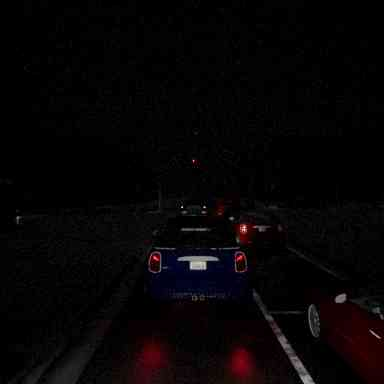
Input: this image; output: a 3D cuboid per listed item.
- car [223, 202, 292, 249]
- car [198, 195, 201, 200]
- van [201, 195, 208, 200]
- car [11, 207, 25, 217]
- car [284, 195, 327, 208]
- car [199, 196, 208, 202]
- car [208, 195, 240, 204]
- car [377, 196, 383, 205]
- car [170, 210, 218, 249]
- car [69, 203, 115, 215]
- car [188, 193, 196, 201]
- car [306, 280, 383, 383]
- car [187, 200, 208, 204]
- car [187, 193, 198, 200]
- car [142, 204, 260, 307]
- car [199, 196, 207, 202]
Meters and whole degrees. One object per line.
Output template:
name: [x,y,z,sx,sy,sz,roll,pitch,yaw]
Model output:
car: [2.634,1.441,14.406,1.967,1.590,4.097,-1,0,0]
car: [2.652,1.366,56.978,2.192,1.841,5.009,-1,0,0]
van: [2.650,1.382,51.572,1.690,1.788,3.998,-1,0,0]
car: [-21.121,2.115,36.962,4.674,1.442,1.812,-2,1,0]
car: [13.589,1.132,39.904,4.892,1.490,1.837,-1,1,0]
car: [2.665,1.654,78.603,2.008,1.369,4.403,-1,0,0]
car: [2.638,1.323,25.210,2.192,1.841,5.009,-1,0,0]
car: [24.791,0.711,39.902,4.553,1.767,2.097,-1,1,0]
car: [0.102,1.602,15.491,1.895,1.301,4.718,0,0,0]
car: [-10.996,1.895,36.949,4.718,1.301,1.895,-2,1,0]
car: [0.043,1.357,88.031,2.150,2.045,5.566,0,0,0]
car: [2.631,1.581,3.601,1.802,1.307,4.206,-1,0,0]
car: [0.114,1.572,25.503,1.994,1.385,4.181,0,0,-1]
car: [0.105,1.409,59.767,2.097,1.767,4.553,0,0,0]
car: [0.073,1.352,8.156,2.097,1.767,4.553,0,0,-1]
car: [2.668,1.664,84.010,1.887,1.381,4.507,-1,0,0]
